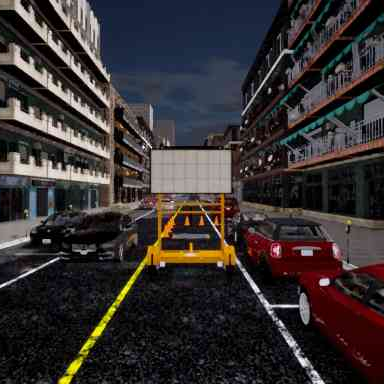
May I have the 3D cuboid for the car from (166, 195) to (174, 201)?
[{"bbox_3d":[-5.931,1.516,88.555,1.887,1.381,4.507,0,0,0],"label":"car"}]

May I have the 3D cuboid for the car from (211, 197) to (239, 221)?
[{"bbox_3d":[2.621,1.312,26.573,2.192,1.841,5.009,0,0,0],"label":"car"}]

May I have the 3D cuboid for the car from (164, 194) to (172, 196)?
[{"bbox_3d":[-5.899,1.293,77.282,2.192,1.841,5.009,0,0,0],"label":"car"}]

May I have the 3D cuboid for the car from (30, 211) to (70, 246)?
[{"bbox_3d":[-5.730,1.565,15.280,1.947,1.339,4.313,0,0,0],"label":"car"}]

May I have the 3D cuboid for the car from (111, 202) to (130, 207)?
[{"bbox_3d":[-5.760,1.523,26.383,1.752,1.417,4.829,0,0,0],"label":"car"}]

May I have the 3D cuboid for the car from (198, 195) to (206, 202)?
[{"bbox_3d":[2.480,1.503,77.471,1.752,1.417,4.829,0,0,0],"label":"car"}]

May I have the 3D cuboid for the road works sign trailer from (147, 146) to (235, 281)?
[{"bbox_3d":[-0.025,0.464,9.789,2.380,3.560,2.880,0,0,0],"label":"road works sign trailer"}]

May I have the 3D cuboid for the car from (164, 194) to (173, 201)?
[{"bbox_3d":[-5.915,1.415,82.917,1.967,1.590,4.097,0,0,0],"label":"car"}]

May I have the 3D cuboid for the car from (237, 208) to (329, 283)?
[{"bbox_3d":[2.667,1.440,9.664,1.967,1.590,4.097,0,0,0],"label":"car"}]

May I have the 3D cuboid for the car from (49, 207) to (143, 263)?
[{"bbox_3d":[-3.132,1.504,12.028,1.837,1.490,4.892,0,0,0],"label":"car"}]

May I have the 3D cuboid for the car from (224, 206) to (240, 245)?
[{"bbox_3d":[2.651,1.550,15.300,2.008,1.369,4.403,0,0,0],"label":"car"}]

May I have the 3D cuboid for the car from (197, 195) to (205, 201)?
[{"bbox_3d":[2.449,1.516,88.573,1.887,1.381,4.507,0,0,0],"label":"car"}]

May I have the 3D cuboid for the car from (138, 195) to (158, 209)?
[{"bbox_3d":[-5.807,1.432,43.464,1.967,1.590,4.097,0,0,0],"label":"car"}]

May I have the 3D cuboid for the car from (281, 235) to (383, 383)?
[{"bbox_3d":[2.682,1.545,4.028,1.887,1.381,4.507,0,0,0],"label":"car"}]

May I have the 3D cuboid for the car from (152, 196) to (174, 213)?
[{"bbox_3d":[-3.101,1.519,37.424,1.812,1.442,4.674,0,0,0],"label":"car"}]
